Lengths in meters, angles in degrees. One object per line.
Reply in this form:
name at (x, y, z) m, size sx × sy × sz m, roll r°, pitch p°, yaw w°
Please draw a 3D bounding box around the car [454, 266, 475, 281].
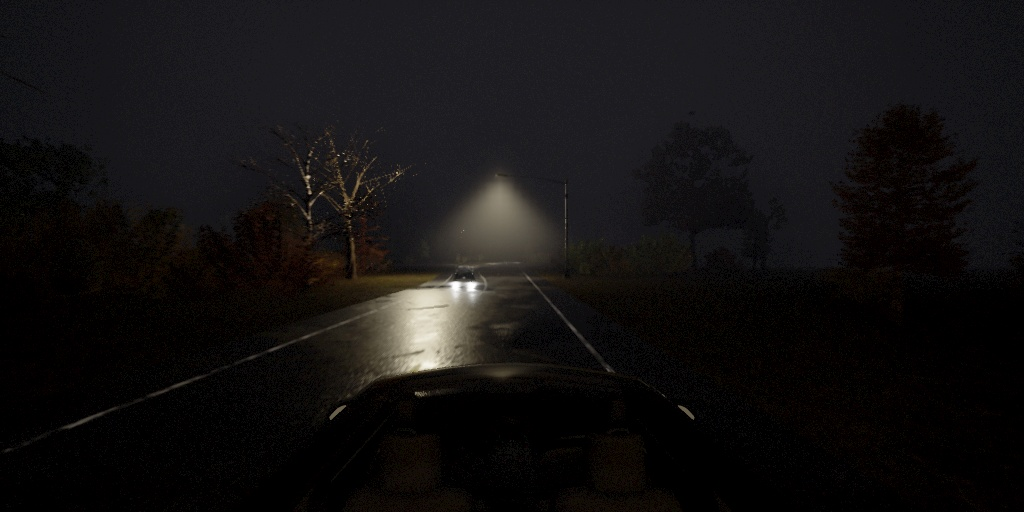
car at (-4.451, 1.624, 33.879) m, size 1.895 × 1.301 × 4.718 m, roll 0°, pitch 0°, yaw -6°
